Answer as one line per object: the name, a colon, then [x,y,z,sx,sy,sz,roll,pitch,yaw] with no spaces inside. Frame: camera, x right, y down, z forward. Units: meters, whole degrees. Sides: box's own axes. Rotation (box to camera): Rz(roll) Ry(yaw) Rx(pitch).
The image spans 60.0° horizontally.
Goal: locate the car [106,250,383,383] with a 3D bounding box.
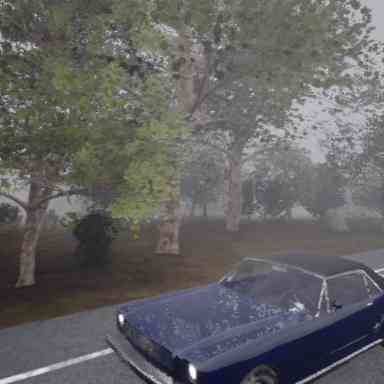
car: [1.312,1.609,4.657,4.718,1.301,1.895,0,0,-36]
